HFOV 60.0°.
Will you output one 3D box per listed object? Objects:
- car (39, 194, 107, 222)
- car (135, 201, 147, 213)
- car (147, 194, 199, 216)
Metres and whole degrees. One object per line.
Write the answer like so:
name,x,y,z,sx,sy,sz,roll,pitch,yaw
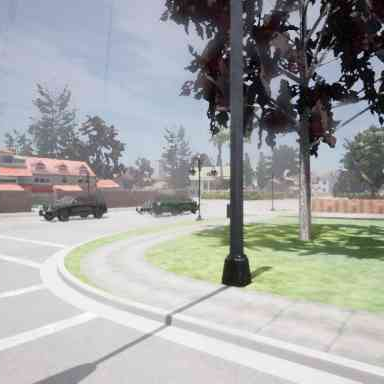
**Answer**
car,-9.524,1.222,27.226,2.150,2.045,5.566,0,0,34
car,-3.934,1.491,35.477,2.128,1.511,4.902,0,0,34
car,-1.534,1.221,32.460,2.150,2.045,5.566,0,0,34
